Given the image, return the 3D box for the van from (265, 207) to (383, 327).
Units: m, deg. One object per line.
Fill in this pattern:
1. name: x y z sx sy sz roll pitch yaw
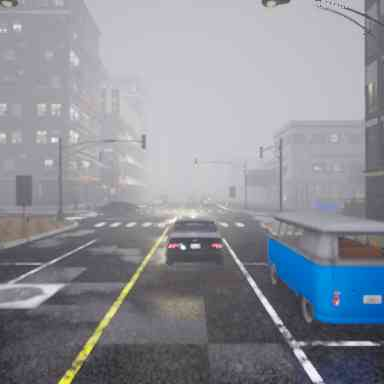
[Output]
1. van: 2.658 1.348 6.750 1.690 1.788 3.998 0 0 0

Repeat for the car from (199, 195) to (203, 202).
1. car: 2.658 1.685 62.614 1.802 1.307 4.206 0 0 0

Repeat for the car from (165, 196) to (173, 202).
1. car: -5.735 1.687 84.596 1.752 1.417 4.829 0 0 0

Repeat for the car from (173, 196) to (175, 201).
1. car: -5.733 1.697 79.227 2.008 1.369 4.403 0 0 0

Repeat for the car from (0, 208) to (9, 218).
1. car: -17.481 1.558 27.549 4.206 1.307 1.802 0 0 0

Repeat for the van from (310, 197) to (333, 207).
1. van: 14.880 1.455 36.028 3.998 1.788 1.690 0 -1 0

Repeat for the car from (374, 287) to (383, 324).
1. car: 2.660 1.583 1.060 1.802 1.307 4.206 0 0 0

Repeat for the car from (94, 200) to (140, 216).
1. car: -7.279 1.552 32.274 4.674 1.442 1.812 0 -1 26

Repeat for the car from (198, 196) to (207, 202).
1. car: 2.645 1.712 84.771 2.008 1.369 4.403 0 0 0

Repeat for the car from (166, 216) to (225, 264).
1. car: 0.093 1.560 11.791 2.033 1.411 5.357 0 0 0

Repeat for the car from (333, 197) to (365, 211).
1. car: 14.907 1.381 27.648 5.009 1.841 2.192 0 -1 0

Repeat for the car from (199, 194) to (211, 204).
1. car: 2.655 1.431 68.154 2.192 1.841 5.009 0 0 0

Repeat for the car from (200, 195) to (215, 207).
1. car: 2.664 1.605 51.706 1.752 1.417 4.829 0 0 0

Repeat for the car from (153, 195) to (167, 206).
1. car: -5.720 1.616 56.899 1.752 1.417 4.829 0 0 0

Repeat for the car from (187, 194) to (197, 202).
1. car: -0.044 1.367 77.954 2.150 2.045 5.566 0 0 0

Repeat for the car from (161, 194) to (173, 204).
1. car: -5.725 1.432 68.149 2.192 1.841 5.009 0 0 0
